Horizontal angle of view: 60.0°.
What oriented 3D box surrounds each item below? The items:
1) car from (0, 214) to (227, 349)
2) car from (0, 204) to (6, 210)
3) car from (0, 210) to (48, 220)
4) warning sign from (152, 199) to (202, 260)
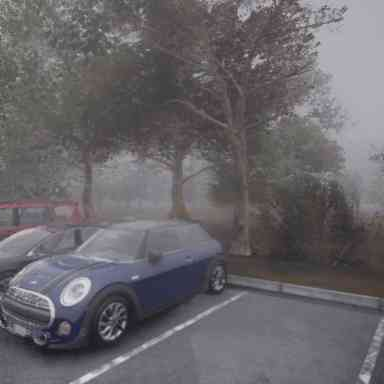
[{"bbox_3d":[-1.183,1.402,6.641,2.185,1.767,4.553,-1,0,35],"label":"car"},{"bbox_3d":[-10.290,1.511,13.059,2.185,1.767,4.553,-1,0,36],"label":"car"},{"bbox_3d":[-8.000,1.609,11.471,2.097,1.535,5.008,-1,0,36],"label":"car"},{"bbox_3d":[-0.489,1.184,11.221,1.060,1.860,1.300,-2,0,35],"label":"warning sign"}]
